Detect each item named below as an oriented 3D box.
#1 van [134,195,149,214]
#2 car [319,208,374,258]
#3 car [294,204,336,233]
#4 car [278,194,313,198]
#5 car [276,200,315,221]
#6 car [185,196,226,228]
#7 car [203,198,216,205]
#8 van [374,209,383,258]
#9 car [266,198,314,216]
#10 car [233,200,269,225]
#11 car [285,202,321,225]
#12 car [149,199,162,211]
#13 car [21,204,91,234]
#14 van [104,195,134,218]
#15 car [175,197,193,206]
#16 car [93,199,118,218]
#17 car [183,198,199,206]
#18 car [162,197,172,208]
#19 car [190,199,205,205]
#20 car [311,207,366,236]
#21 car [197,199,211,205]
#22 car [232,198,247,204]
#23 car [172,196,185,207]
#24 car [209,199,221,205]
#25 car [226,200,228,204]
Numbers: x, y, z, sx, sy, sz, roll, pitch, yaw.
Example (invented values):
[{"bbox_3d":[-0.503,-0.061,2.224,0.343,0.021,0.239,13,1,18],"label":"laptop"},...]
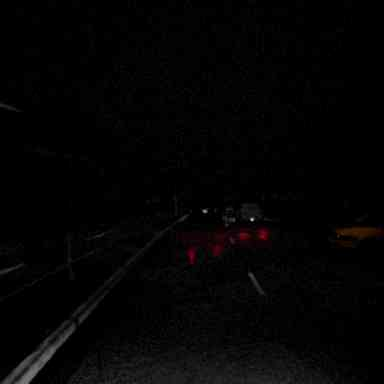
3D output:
[{"bbox_3d":[-6.514,1.321,36.394,1.878,1.987,4.442,0,0,8],"label":"van"},{"bbox_3d":[7.843,1.512,12.288,5.366,1.575,1.946,0,0,3],"label":"car"},{"bbox_3d":[8.284,1.545,17.734,4.792,1.488,2.163,0,0,4],"label":"car"},{"bbox_3d":[9.833,1.244,34.175,5.566,2.045,2.435,0,0,8],"label":"car"},{"bbox_3d":[8.702,1.509,23.179,4.892,1.521,2.231,0,0,5],"label":"car"},{"bbox_3d":[1.005,1.266,22.811,2.150,2.045,5.566,0,0,4],"label":"car"},{"bbox_3d":[4.569,2.427,85.247,2.185,1.767,4.553,-1,-2,19],"label":"car"},{"bbox_3d":[8.045,1.286,9.545,4.442,1.987,1.878,0,0,2],"label":"van"},{"bbox_3d":[9.200,1.523,28.746,4.792,1.488,2.163,0,0,7],"label":"car"},{"bbox_3d":[4.146,1.560,24.120,1.812,1.442,4.674,0,0,5],"label":"car"},{"bbox_3d":[8.526,1.542,20.452,4.792,1.488,2.163,0,0,5],"label":"car"},{"bbox_3d":[-5.690,1.620,42.003,2.002,1.452,4.674,0,-1,9],"label":"car"},{"bbox_3d":[-8.178,1.541,19.988,2.097,1.535,5.008,0,0,5],"label":"car"},{"bbox_3d":[-7.180,1.310,30.895,1.878,1.987,4.442,0,0,7],"label":"van"},{"bbox_3d":[-1.480,1.804,63.793,2.185,1.767,4.553,0,-2,14],"label":"car"},{"bbox_3d":[-7.738,1.570,25.463,2.163,1.488,4.792,0,0,6],"label":"car"},{"bbox_3d":[-0.129,2.074,69.259,2.231,1.521,4.892,0,-2,15],"label":"car"},{"bbox_3d":[-4.803,1.674,47.474,2.002,1.452,4.674,0,-1,10],"label":"car"},{"bbox_3d":[1.289,2.269,74.489,2.002,1.452,4.674,0,-2,16],"label":"car"},{"bbox_3d":[8.159,1.556,15.005,4.674,1.452,2.002,0,0,3],"label":"car"},{"bbox_3d":[2.847,2.418,79.782,2.163,1.488,4.792,-1,-2,17],"label":"car"},{"bbox_3d":[6.279,1.575,41.891,1.837,1.490,4.892,0,-1,8],"label":"car"},{"bbox_3d":[-2.726,1.556,58.327,2.435,2.045,5.566,0,-1,13],"label":"car"},{"bbox_3d":[6.353,2.710,90.469,2.097,1.535,5.008,-1,-2,20],"label":"car"},{"bbox_3d":[3.181,1.580,41.457,1.837,1.490,4.892,0,-1,8],"label":"car"}]
